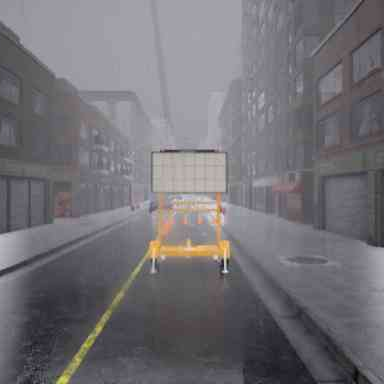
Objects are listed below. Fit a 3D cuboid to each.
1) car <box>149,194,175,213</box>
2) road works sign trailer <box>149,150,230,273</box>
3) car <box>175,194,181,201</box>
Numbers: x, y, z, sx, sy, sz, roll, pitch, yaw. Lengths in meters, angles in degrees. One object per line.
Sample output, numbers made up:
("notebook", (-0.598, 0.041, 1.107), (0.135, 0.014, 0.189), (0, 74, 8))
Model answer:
("car", (-3.379, 1.189, 36.414), (2.150, 2.045, 5.566), (0, 0, 0))
("road works sign trailer", (-0.081, 0.456, 10.626), (2.380, 3.560, 2.880), (0, 0, 0))
("car", (-3.596, 0.904, 76.950), (2.150, 2.045, 5.566), (0, 0, 0))
